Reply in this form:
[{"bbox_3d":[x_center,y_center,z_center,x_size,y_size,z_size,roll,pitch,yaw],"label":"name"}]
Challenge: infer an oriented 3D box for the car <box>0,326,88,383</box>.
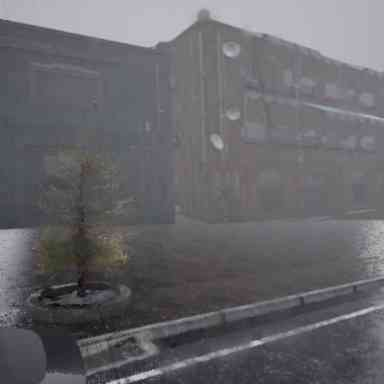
[{"bbox_3d":[-2.878,1.520,1.338,4.902,1.511,2.128,0,-1,-30],"label":"car"}]
